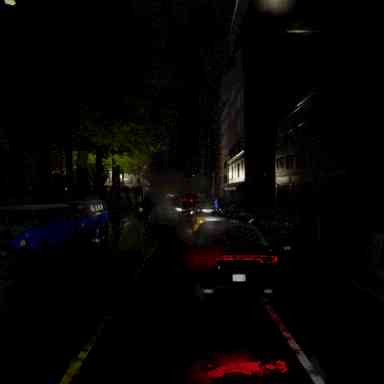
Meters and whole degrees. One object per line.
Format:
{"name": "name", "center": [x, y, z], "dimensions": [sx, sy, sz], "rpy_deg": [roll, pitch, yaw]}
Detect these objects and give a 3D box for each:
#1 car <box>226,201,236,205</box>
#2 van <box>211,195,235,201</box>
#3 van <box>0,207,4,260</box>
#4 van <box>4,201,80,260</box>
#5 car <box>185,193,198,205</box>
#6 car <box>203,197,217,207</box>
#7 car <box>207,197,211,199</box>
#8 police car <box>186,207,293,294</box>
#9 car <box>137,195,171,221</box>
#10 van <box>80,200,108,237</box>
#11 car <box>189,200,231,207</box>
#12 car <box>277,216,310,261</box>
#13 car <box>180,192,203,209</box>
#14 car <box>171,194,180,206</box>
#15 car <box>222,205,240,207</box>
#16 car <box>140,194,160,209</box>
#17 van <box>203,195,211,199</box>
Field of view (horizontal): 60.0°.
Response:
{"name": "car", "center": [2.826, 1.571, 23.474], "dimensions": [1.802, 1.307, 4.206], "rpy_deg": [0, 0, 0]}
{"name": "van", "center": [2.819, 1.324, 29.134], "dimensions": [1.690, 1.788, 3.998], "rpy_deg": [0, 0, 0]}
{"name": "van", "center": [-5.678, 1.340, 6.459], "dimensions": [1.690, 1.788, 3.998], "rpy_deg": [0, 0, 0]}
{"name": "van", "center": [-5.686, 1.338, 12.117], "dimensions": [1.690, 1.788, 3.998], "rpy_deg": [0, 0, 0]}
{"name": "car", "center": [-0.074, 1.160, 59.370], "dimensions": [2.150, 2.045, 5.566], "rpy_deg": [0, 0, 0]}
{"name": "car", "center": [2.792, 1.518, 51.776], "dimensions": [1.947, 1.339, 4.313], "rpy_deg": [0, 0, 0]}
{"name": "car", "center": [2.813, 1.522, 34.795], "dimensions": [1.887, 1.381, 4.507], "rpy_deg": [0, 0, 0]}
{"name": "police car", "center": [0.889, 1.423, 8.893], "dimensions": [1.930, 1.638, 5.238], "rpy_deg": [0, 0, 0]}
{"name": "car", "center": [-3.133, 1.337, 27.229], "dimensions": [2.097, 1.767, 4.553], "rpy_deg": [0, 0, 0]}
{"name": "van", "center": [-5.692, 1.334, 17.775], "dimensions": [1.690, 1.788, 3.998], "rpy_deg": [0, 0, 0]}
{"name": "car", "center": [0.876, 1.448, 18.973], "dimensions": [1.801, 1.575, 5.366], "rpy_deg": [0, 0, 0]}
{"name": "car", "center": [2.841, 1.541, 12.153], "dimensions": [1.887, 1.381, 4.507], "rpy_deg": [0, 0, 0]}
{"name": "car", "center": [-0.053, 1.185, 44.775], "dimensions": [2.150, 2.045, 5.566], "rpy_deg": [0, 0, 0]}
{"name": "car", "center": [-3.063, 1.477, 52.005], "dimensions": [1.812, 1.442, 4.674], "rpy_deg": [0, 0, 0]}
{"name": "car", "center": [2.834, 1.575, 17.813], "dimensions": [1.802, 1.307, 4.206], "rpy_deg": [0, 0, 0]}
{"name": "car", "center": [-5.726, 1.276, 46.064], "dimensions": [2.192, 1.841, 5.009], "rpy_deg": [0, 0, 0]}
{"name": "van", "center": [2.798, 1.303, 46.115], "dimensions": [1.690, 1.788, 3.998], "rpy_deg": [0, 0, 0]}
